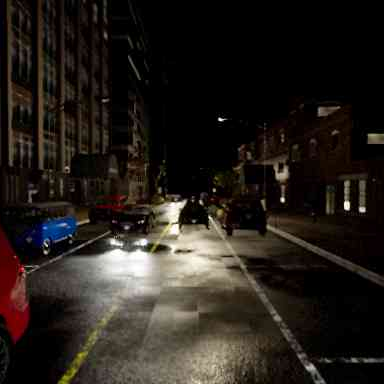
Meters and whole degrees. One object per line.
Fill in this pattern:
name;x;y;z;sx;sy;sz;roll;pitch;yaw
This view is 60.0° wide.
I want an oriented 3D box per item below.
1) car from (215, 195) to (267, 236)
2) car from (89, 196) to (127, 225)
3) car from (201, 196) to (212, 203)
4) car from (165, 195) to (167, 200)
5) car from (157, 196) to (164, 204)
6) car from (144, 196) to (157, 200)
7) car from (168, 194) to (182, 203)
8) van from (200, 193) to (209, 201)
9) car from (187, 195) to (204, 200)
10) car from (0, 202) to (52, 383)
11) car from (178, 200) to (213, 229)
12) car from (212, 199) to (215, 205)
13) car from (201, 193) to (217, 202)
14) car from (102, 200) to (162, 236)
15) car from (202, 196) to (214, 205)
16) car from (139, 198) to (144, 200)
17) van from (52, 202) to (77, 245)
car;2.680;1.250;18.024;2.192;1.841;5.009;-1;0;0
car;-5.698;1.230;23.571;2.192;1.841;5.009;-1;0;0
car;2.698;1.357;62.301;1.802;1.307;4.206;-1;0;0
car;-5.685;1.320;56.611;1.752;1.417;4.829;-1;0;0
car;-5.687;1.340;51.076;1.752;1.417;4.829;-1;0;0
car;-5.690;1.399;40.177;1.887;1.381;4.507;-1;0;0
car;-2.982;1.264;64.326;2.128;1.511;4.902;0;0;0
van;2.698;1.076;73.369;1.690;1.788;3.998;-1;0;0
car;0.112;1.387;44.160;2.033;1.411;5.357;0;0;0
car;-3.073;1.211;1.782;2.150;2.045;5.566;0;1;1
car;0.109;1.449;21.070;1.812;1.442;4.674;0;0;0
car;2.685;1.440;23.729;1.752;1.417;4.829;-1;0;0
car;2.689;1.150;45.697;2.192;1.841;5.009;-1;0;0
car;-3.094;1.424;18.226;2.128;1.511;4.902;0;0;0
car;2.696;1.361;56.766;1.947;1.339;4.313;-1;0;0
car;-5.693;1.421;28.937;1.752;1.417;4.829;-1;0;0
van;-5.701;1.296;12.502;1.690;1.788;3.998;-1;0;0
